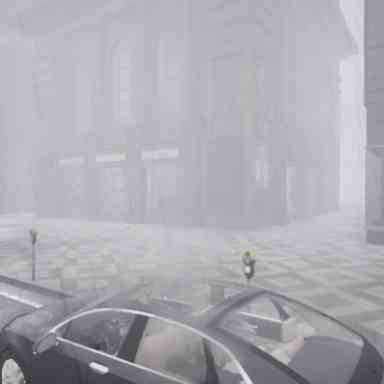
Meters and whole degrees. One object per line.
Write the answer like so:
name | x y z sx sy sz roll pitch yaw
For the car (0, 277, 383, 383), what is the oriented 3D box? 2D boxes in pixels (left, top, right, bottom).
car | -0.253 1.562 3.253 4.403 1.369 2.008 0 0 35

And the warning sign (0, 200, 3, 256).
warning sign | -7.120 1.184 10.857 1.060 1.860 1.300 0 0 35
